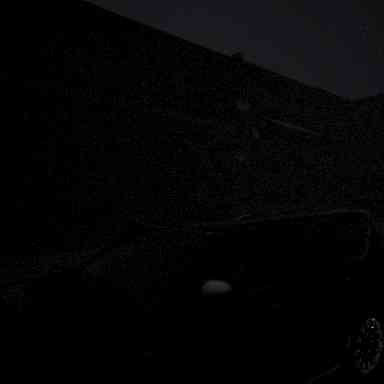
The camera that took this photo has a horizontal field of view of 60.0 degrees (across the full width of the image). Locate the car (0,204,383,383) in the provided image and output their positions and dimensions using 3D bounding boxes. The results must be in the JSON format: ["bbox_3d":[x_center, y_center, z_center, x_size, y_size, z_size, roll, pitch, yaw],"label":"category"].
[{"bbox_3d":[0.203,1.211,3.829,5.566,2.045,2.150,0,0,-35],"label":"car"}]
